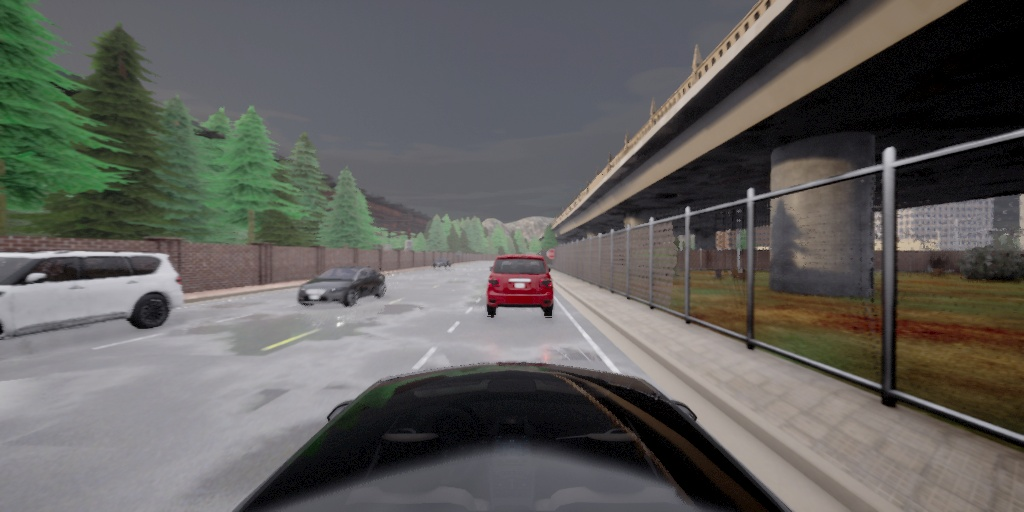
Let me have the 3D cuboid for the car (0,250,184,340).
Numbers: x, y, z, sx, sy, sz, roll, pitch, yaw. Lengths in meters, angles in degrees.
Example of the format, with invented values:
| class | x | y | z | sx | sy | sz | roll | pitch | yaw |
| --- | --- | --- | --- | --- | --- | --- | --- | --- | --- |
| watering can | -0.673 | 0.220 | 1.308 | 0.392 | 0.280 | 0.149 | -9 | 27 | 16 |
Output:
| class | x | y | z | sx | sy | sz | roll | pitch | yaw |
| --- | --- | --- | --- | --- | --- | --- | --- | --- | --- |
| car | -10.497 | 0.887 | 7.922 | 2.150 | 2.045 | 5.566 | 0 | 0 | 1 |

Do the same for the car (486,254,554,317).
| class | x | y | z | sx | sy | sz | roll | pitch | yaw |
| --- | --- | --- | --- | --- | --- | --- | --- | --- | --- |
| car | 0.292 | 0.969 | 13.337 | 2.150 | 2.045 | 5.566 | 0 | 0 | 1 |

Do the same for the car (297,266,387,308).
| class | x | y | z | sx | sy | sz | roll | pitch | yaw |
| --- | --- | --- | --- | --- | --- | --- | --- | --- | --- |
| car | -6.868 | 1.182 | 15.019 | 2.128 | 1.511 | 4.902 | 0 | 0 | 1 |

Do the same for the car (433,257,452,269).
| class | x | y | z | sx | sy | sz | roll | pitch | yaw |
| --- | --- | --- | --- | --- | --- | --- | --- | --- | --- |
| car | -9.580 | 0.898 | 49.452 | 2.128 | 1.511 | 4.902 | 0 | 0 | 1 |
